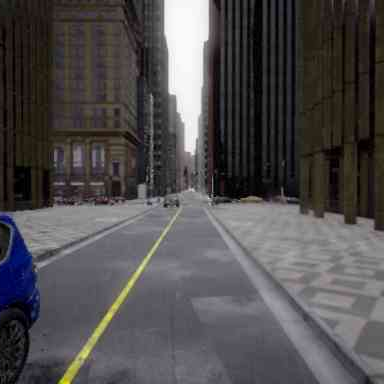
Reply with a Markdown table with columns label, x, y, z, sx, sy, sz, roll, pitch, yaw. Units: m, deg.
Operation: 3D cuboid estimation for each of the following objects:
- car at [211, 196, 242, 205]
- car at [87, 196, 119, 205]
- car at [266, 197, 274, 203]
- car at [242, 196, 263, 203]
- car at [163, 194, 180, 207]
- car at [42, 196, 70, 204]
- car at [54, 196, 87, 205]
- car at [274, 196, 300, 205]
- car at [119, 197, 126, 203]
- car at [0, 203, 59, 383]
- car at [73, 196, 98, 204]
| label | x | y | z | sx | sy | sz | roll | pitch | yaw |
| --- | --- | --- | --- | --- | --- | --- | --- | --- | --- |
| car | 5.985 | 1.533 | 60.272 | 4.892 | 1.490 | 1.837 | 0 | 1 | 0 |
| car | -15.340 | 1.559 | 57.432 | 4.097 | 1.590 | 1.967 | 0 | 1 | 0 |
| car | 17.051 | 1.446 | 66.070 | 4.507 | 1.381 | 1.887 | 0 | 1 | 0 |
| car | 11.580 | 1.439 | 66.051 | 4.829 | 1.417 | 1.752 | 0 | 1 | 0 |
| car | -3.006 | 1.284 | 49.657 | 2.150 | 2.045 | 5.566 | 0 | 0 | 0 |
| car | -26.847 | 1.565 | 65.918 | 4.829 | 1.417 | 1.752 | 0 | 1 | 0 |
| car | -21.010 | 1.690 | 57.415 | 4.403 | 1.369 | 2.008 | 0 | 1 | 0 |
| car | 17.151 | 1.577 | 57.547 | 4.403 | 1.369 | 2.008 | 0 | 1 | 0 |
| car | -15.340 | 1.544 | 65.958 | 4.403 | 1.369 | 2.008 | 0 | 1 | 0 |
| car | -3.101 | 1.221 | 2.231 | 2.150 | 2.045 | 5.566 | 0 | 0 | 0 |
| car | -21.010 | 1.580 | 65.938 | 4.313 | 1.339 | 1.947 | 0 | 1 | 0 |
